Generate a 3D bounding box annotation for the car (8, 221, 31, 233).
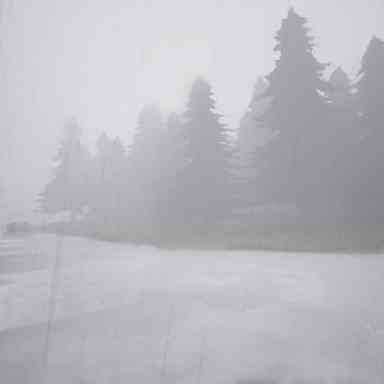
[{"bbox_3d":[-19.985,4.058,38.424,1.895,1.301,4.718,0,-4,-35],"label":"car"}]
